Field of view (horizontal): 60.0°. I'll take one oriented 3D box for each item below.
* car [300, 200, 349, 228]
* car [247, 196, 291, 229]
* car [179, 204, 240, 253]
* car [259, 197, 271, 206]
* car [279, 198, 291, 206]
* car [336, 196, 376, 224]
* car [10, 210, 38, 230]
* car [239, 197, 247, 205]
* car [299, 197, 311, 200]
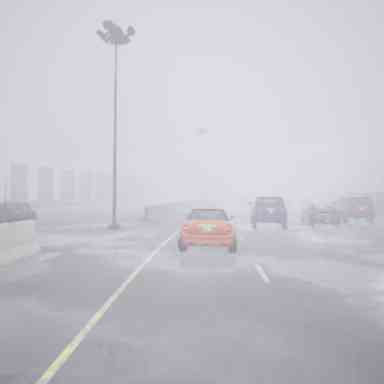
[{"bbox_3d":[8.743,1.577,22.949,2.128,1.511,4.902,0,0,8],"label":"car"},{"bbox_3d":[5.063,1.269,22.408,2.150,2.045,5.566,0,0,8],"label":"car"},{"bbox_3d":[0.715,1.359,14.056,2.097,1.767,4.553,1,0,4],"label":"car"},{"bbox_3d":[13.244,1.634,60.315,1.837,1.490,4.892,0,0,15],"label":"car"},{"bbox_3d":[16.685,1.726,59.627,1.994,1.385,4.181,1,0,15],"label":"car"},{"bbox_3d":[12.771,1.346,26.746,2.150,2.045,5.566,0,0,9],"label":"car"},{"bbox_3d":[-9.770,1.255,16.677,2.097,1.767,4.553,1,0,6],"label":"car"},{"bbox_3d":[9.759,1.620,60.832,1.812,1.442,4.674,1,0,15],"label":"car"},{"bbox_3d":[20.072,1.687,58.755,2.128,1.511,4.902,1,0,15],"label":"car"}]
